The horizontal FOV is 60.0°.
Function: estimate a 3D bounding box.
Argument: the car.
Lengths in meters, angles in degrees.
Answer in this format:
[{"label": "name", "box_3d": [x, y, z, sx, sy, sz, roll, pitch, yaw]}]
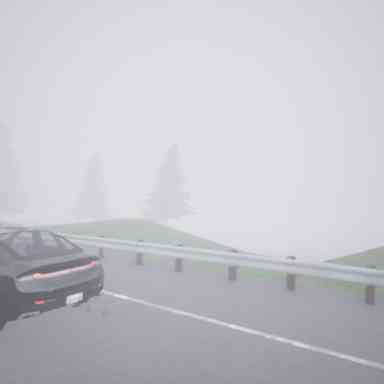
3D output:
[{"label": "car", "box_3d": [-3.863, 1.461, 6.638, 4.902, 1.511, 2.128, 0, 0, 34]}]
